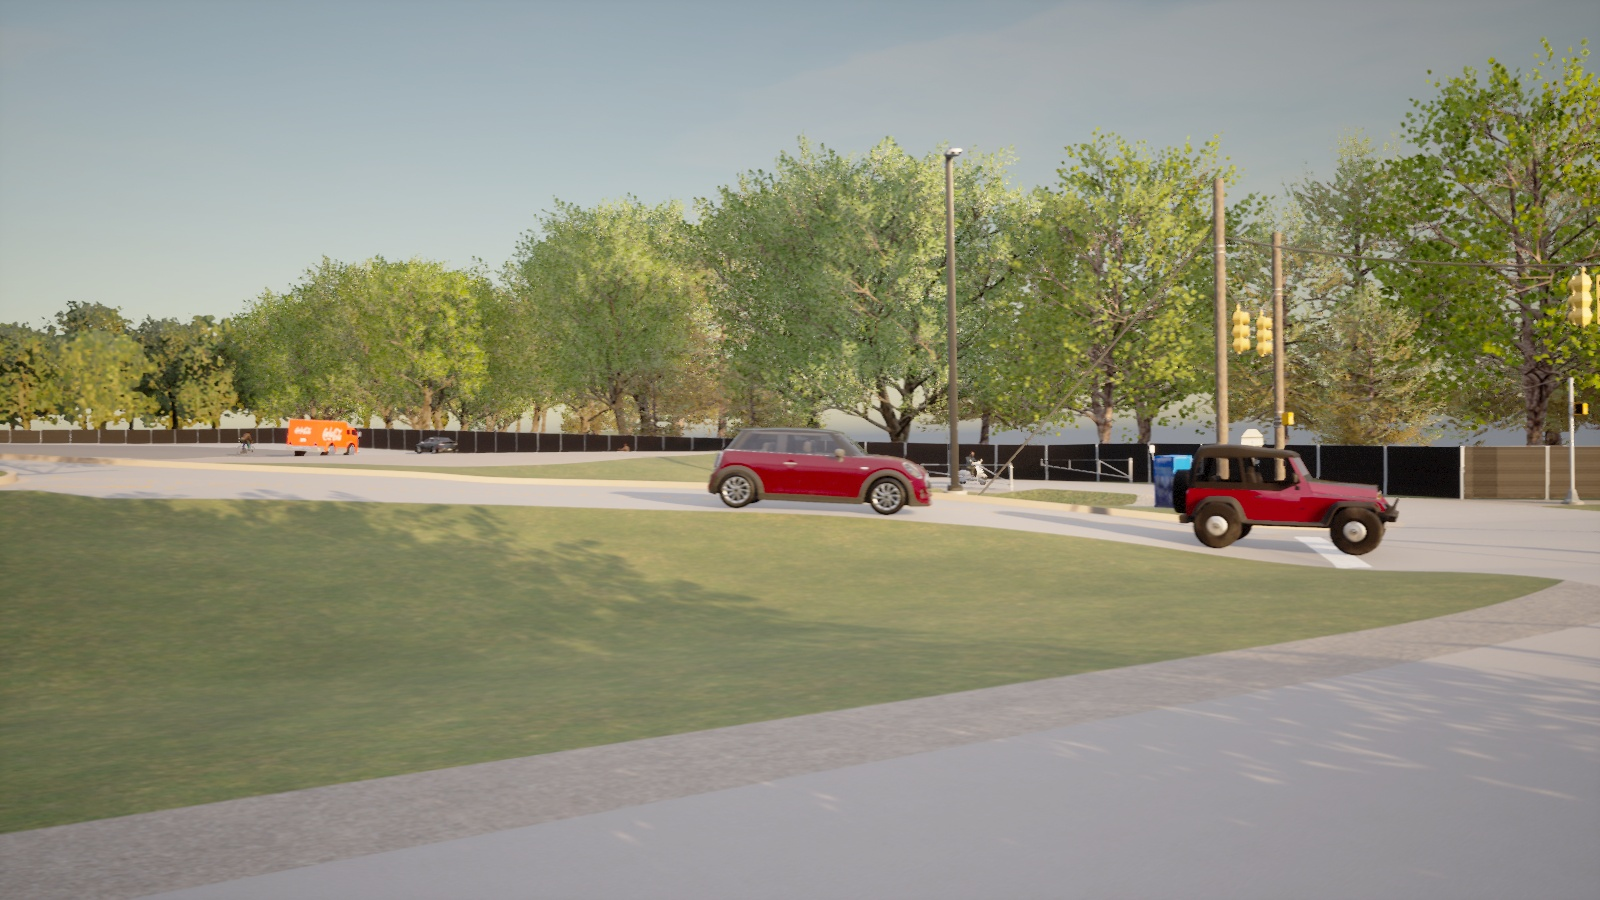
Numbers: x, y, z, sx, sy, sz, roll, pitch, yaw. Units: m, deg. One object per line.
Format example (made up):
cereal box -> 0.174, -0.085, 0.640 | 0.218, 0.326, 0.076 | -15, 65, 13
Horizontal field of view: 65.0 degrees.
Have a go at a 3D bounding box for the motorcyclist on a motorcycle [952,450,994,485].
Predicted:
motorcyclist on a motorcycle -> 8.127, 0.828, 59.126 | 0.866, 1.590, 1.817 | -2, 2, -39

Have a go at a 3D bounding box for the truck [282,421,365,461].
truck -> -31.660, -0.580, 83.575 | 2.627, 2.467, 5.204 | 2, 0, 12

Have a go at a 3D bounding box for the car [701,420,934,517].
car -> 0.426, 0.342, 25.855 | 4.553, 1.767, 2.097 | 2, 1, 7

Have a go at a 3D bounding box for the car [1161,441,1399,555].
car -> 8.799, 0.808, 23.032 | 3.866, 1.878, 1.905 | 1, 1, 27
